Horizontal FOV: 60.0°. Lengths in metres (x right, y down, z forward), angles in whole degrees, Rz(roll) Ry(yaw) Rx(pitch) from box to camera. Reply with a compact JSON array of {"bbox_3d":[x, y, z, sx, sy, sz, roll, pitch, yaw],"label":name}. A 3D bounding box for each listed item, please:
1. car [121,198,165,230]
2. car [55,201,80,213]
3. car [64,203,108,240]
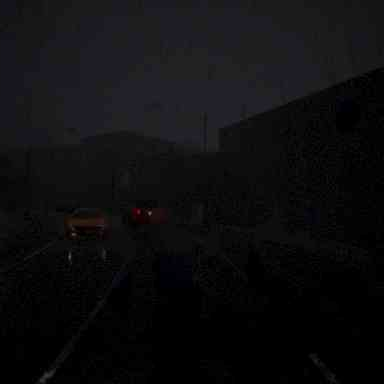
[{"bbox_3d":[-3.494,1.424,23.155,2.150,2.045,5.566,1,-1,-20],"label":"car"},{"bbox_3d":[-14.427,1.762,39.278,5.008,1.535,1.882,0,-2,44],"label":"car"},{"bbox_3d":[-5.668,1.618,18.117,1.882,1.535,5.008,1,0,-17],"label":"car"}]
